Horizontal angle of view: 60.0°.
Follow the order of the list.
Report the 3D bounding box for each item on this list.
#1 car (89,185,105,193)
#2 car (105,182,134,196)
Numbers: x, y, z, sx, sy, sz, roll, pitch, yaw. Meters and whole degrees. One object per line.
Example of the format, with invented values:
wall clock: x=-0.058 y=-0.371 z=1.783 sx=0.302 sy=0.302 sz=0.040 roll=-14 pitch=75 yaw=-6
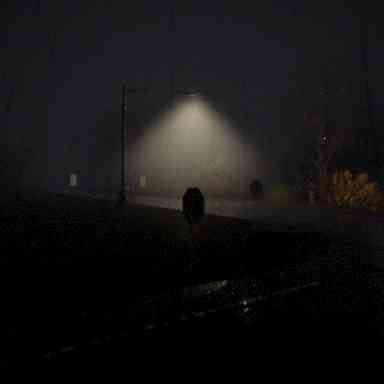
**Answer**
car: x=-17.064 y=-0.603 z=60.143 sx=1.882 sy=1.535 sz=5.008 roll=0 pitch=2 yaw=-35
car: x=-11.046 y=-0.524 z=51.659 sx=2.150 sy=2.045 sz=5.566 roll=0 pitch=2 yaw=-35
